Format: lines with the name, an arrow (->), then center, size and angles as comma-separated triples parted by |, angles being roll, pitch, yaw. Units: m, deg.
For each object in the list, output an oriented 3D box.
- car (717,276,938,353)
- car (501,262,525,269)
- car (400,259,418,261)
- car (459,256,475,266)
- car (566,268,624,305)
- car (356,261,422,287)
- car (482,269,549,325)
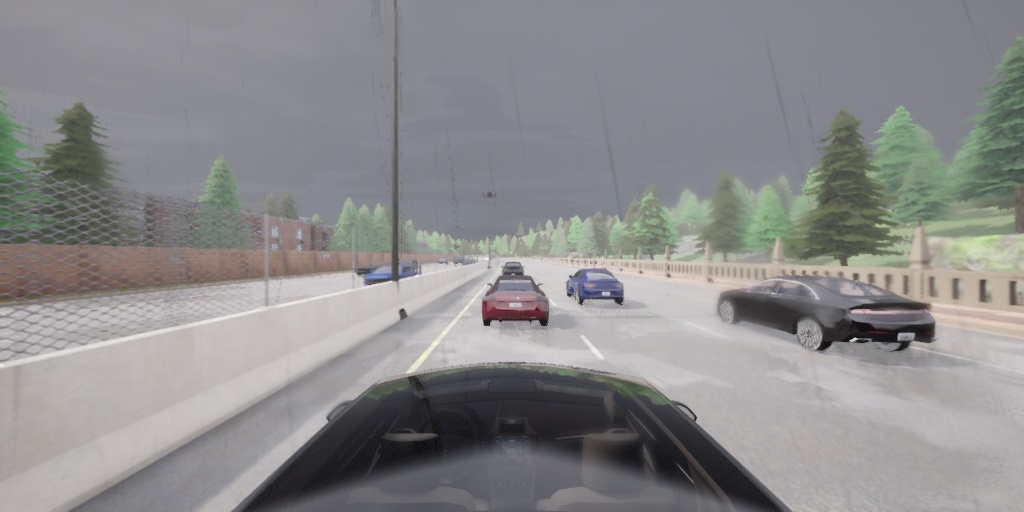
car -> 7.100, 1.242, 8.880 | 2.128, 1.511, 4.902 | 0, 0, 0
car -> 0.098, 1.255, 31.504 | 1.837, 1.490, 4.892 | 0, 0, 0
car -> -10.603, 1.101, 36.287 | 2.097, 1.767, 4.553 | 0, 0, 0
car -> -7.464, 1.112, 62.707 | 2.097, 1.767, 4.553 | 0, -1, -1
car -> 3.585, 1.276, 15.981 | 1.812, 1.442, 4.674 | 0, 0, 0
car -> -7.102, 1.228, 21.332 | 1.882, 1.535, 5.008 | 0, 0, 0
car -> 0.099, 1.314, 11.854 | 1.994, 1.385, 4.181 | 0, 0, 0
